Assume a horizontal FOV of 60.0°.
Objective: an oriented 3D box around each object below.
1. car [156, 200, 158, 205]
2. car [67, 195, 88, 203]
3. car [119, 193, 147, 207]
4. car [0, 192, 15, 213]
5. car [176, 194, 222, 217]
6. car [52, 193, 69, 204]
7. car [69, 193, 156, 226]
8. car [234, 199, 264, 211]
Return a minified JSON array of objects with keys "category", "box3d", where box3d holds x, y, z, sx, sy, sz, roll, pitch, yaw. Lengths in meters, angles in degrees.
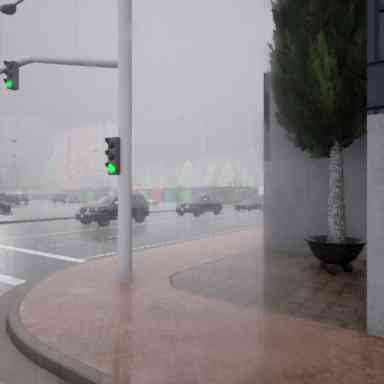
[{"category":"car","box3d":[-7.135,1.395,52.039,3.806,1.475,1.970,0,0,35]},{"category":"car","box3d":[-21.392,1.363,62.131,3.905,1.438,1.784,0,0,35]},{"category":"car","box3d":[-8.820,1.156,49.684,3.866,1.878,1.905,0,0,35]},{"category":"car","box3d":[-20.146,1.156,33.658,3.866,1.878,1.905,0,0,35]},{"category":"car","box3d":[0.798,1.221,32.111,2.150,2.045,5.566,0,0,37]},{"category":"car","box3d":[-23.120,1.153,59.806,4.605,1.855,1.932,0,0,35]},{"category":"car","box3d":[-5.471,1.221,23.707,2.150,2.045,5.566,0,0,36]},{"category":"car","box3d":[7.197,1.547,40.625,2.033,1.411,5.357,0,0,37]}]
